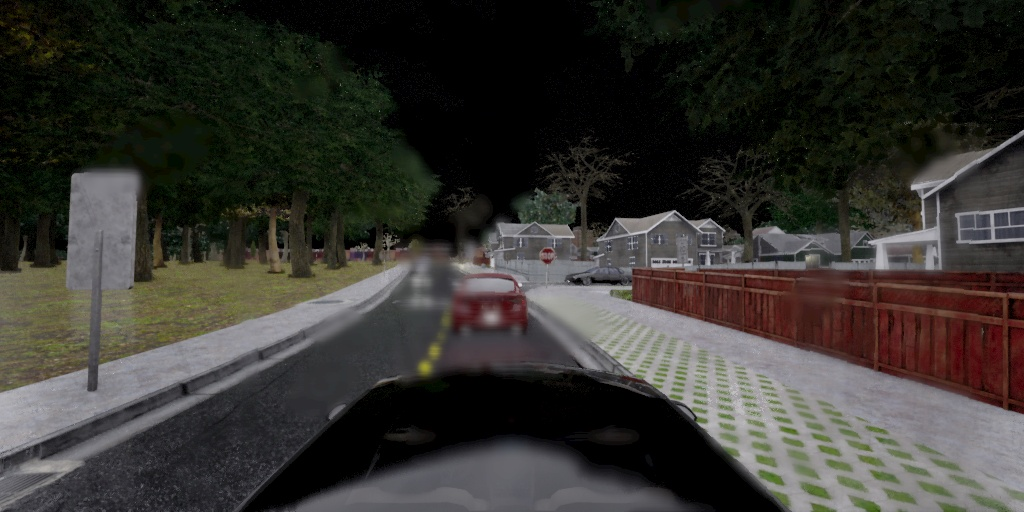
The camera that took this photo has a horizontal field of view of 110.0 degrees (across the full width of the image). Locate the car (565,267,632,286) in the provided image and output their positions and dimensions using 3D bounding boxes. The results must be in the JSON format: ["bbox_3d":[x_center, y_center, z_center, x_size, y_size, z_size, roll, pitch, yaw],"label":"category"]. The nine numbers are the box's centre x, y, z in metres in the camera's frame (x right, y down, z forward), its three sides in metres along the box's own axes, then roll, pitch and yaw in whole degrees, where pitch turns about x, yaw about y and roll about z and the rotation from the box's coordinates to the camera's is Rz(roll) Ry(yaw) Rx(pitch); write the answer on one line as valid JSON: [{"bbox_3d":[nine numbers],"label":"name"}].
[{"bbox_3d":[6.714,1.495,26.600,5.357,1.411,2.033,1,-3,-13],"label":"car"}]

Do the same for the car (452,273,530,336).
[{"bbox_3d":[-0.666,1.226,10.466,1.882,1.535,5.008,0,0,-5],"label":"car"}]

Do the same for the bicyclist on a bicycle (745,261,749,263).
[{"bbox_3d":[14.919,1.128,22.496,0.582,1.620,1.656,1,-3,-13],"label":"bicyclist on a bicycle"}]

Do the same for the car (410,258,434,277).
[{"bbox_3d":[-8.426,1.105,33.577,2.128,1.511,4.902,1,0,-13],"label":"car"}]
